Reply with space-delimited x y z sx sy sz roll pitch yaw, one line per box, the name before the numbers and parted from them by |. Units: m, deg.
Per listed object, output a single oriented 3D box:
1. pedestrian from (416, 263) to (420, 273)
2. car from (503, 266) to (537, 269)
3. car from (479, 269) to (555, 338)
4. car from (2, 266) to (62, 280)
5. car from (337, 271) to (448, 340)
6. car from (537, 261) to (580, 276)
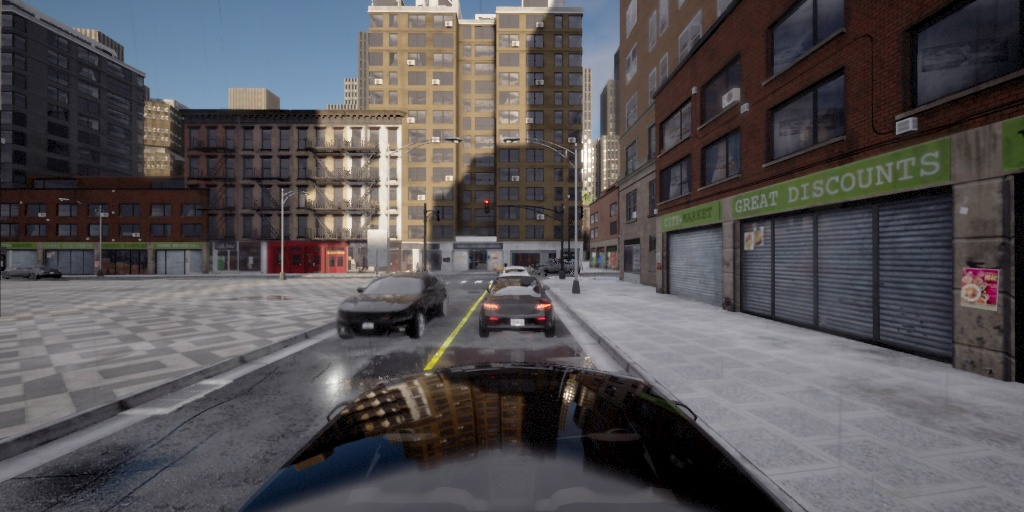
pedestrian | -10.050 0.969 38.287 0.375 1.860 0.375 0 0 -1
car | 0.145 1.269 19.870 1.812 1.442 4.674 0 0 -1
car | 0.119 1.274 10.089 1.812 1.442 4.674 0 0 0
car | -46.819 1.624 34.898 4.181 1.385 1.994 0 0 0
car | -3.094 1.226 10.202 1.882 1.535 5.008 0 0 0
car | 4.174 1.186 34.544 4.902 1.511 2.128 -1 0 -15
